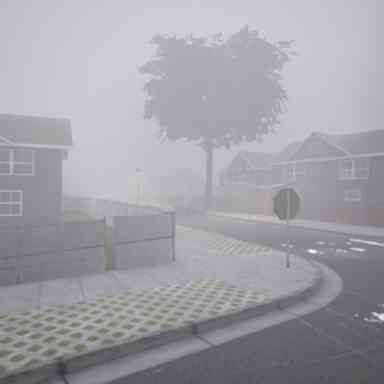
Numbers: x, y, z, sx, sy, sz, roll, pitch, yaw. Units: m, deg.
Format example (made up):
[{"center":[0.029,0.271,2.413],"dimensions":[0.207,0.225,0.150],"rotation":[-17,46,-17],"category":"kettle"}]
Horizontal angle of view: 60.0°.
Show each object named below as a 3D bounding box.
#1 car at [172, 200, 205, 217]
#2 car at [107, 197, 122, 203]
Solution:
[{"center":[-0.382,1.525,31.738],"dimensions":[2.128,1.511,4.902],"rotation":[0,0,-23],"category":"car"},{"center":[-12.319,1.527,52.460],"dimensions":[1.812,1.442,4.674],"rotation":[0,0,-23],"category":"car"}]
